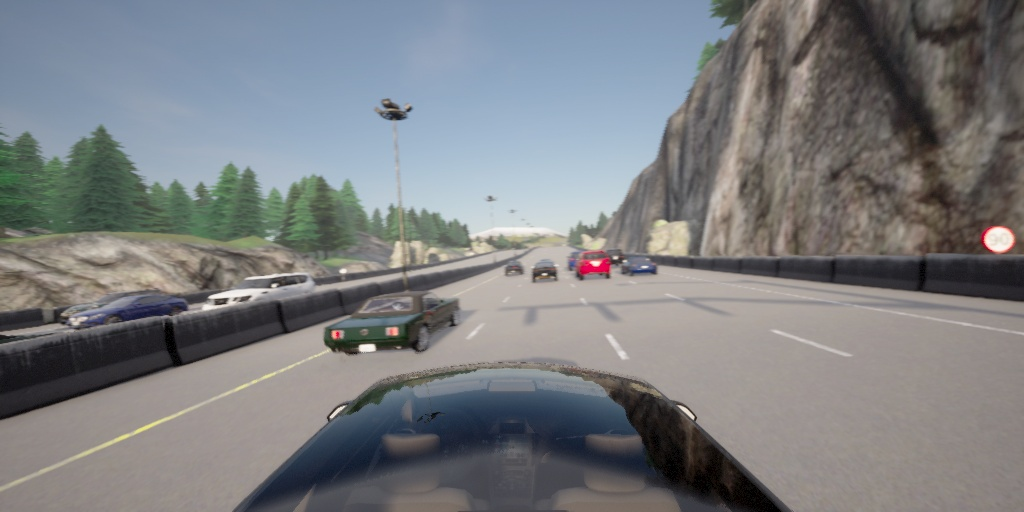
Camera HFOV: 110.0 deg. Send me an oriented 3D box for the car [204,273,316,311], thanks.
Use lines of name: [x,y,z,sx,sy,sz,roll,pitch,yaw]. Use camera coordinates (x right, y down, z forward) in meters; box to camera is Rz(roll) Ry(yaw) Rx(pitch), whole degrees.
car: [-12.586,1.989,18.496,2.150,2.045,5.566,-4,0,6]

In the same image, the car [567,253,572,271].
car: [7.335,0.489,39.621,2.150,2.045,5.566,-4,1,7]

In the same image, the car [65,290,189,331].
car: [-19.578,2.807,18.605,1.812,1.442,4.674,-4,0,6]

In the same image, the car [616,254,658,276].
car: [9.520,0.713,27.139,1.994,1.385,4.181,-4,0,6]

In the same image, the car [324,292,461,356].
car: [-2.789,1.620,9.674,1.895,1.301,4.718,-4,0,6]

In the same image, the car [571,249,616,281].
car: [5.938,0.634,26.762,2.150,2.045,5.566,-4,0,6]

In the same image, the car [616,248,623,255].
car: [10.776,0.238,38.996,2.150,2.045,5.566,-4,1,7]

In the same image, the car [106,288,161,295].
car: [-22.845,2.877,20.969,2.097,1.767,4.553,-4,0,6]

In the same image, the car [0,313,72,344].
car: [-13.710,2.401,7.878,1.895,1.301,4.718,-4,-1,6]

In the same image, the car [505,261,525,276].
car: [0.332,1.296,38.876,1.837,1.490,4.892,-4,1,6]

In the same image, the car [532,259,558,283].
car: [2.579,1.137,27.903,1.882,1.535,5.008,-4,0,6]
